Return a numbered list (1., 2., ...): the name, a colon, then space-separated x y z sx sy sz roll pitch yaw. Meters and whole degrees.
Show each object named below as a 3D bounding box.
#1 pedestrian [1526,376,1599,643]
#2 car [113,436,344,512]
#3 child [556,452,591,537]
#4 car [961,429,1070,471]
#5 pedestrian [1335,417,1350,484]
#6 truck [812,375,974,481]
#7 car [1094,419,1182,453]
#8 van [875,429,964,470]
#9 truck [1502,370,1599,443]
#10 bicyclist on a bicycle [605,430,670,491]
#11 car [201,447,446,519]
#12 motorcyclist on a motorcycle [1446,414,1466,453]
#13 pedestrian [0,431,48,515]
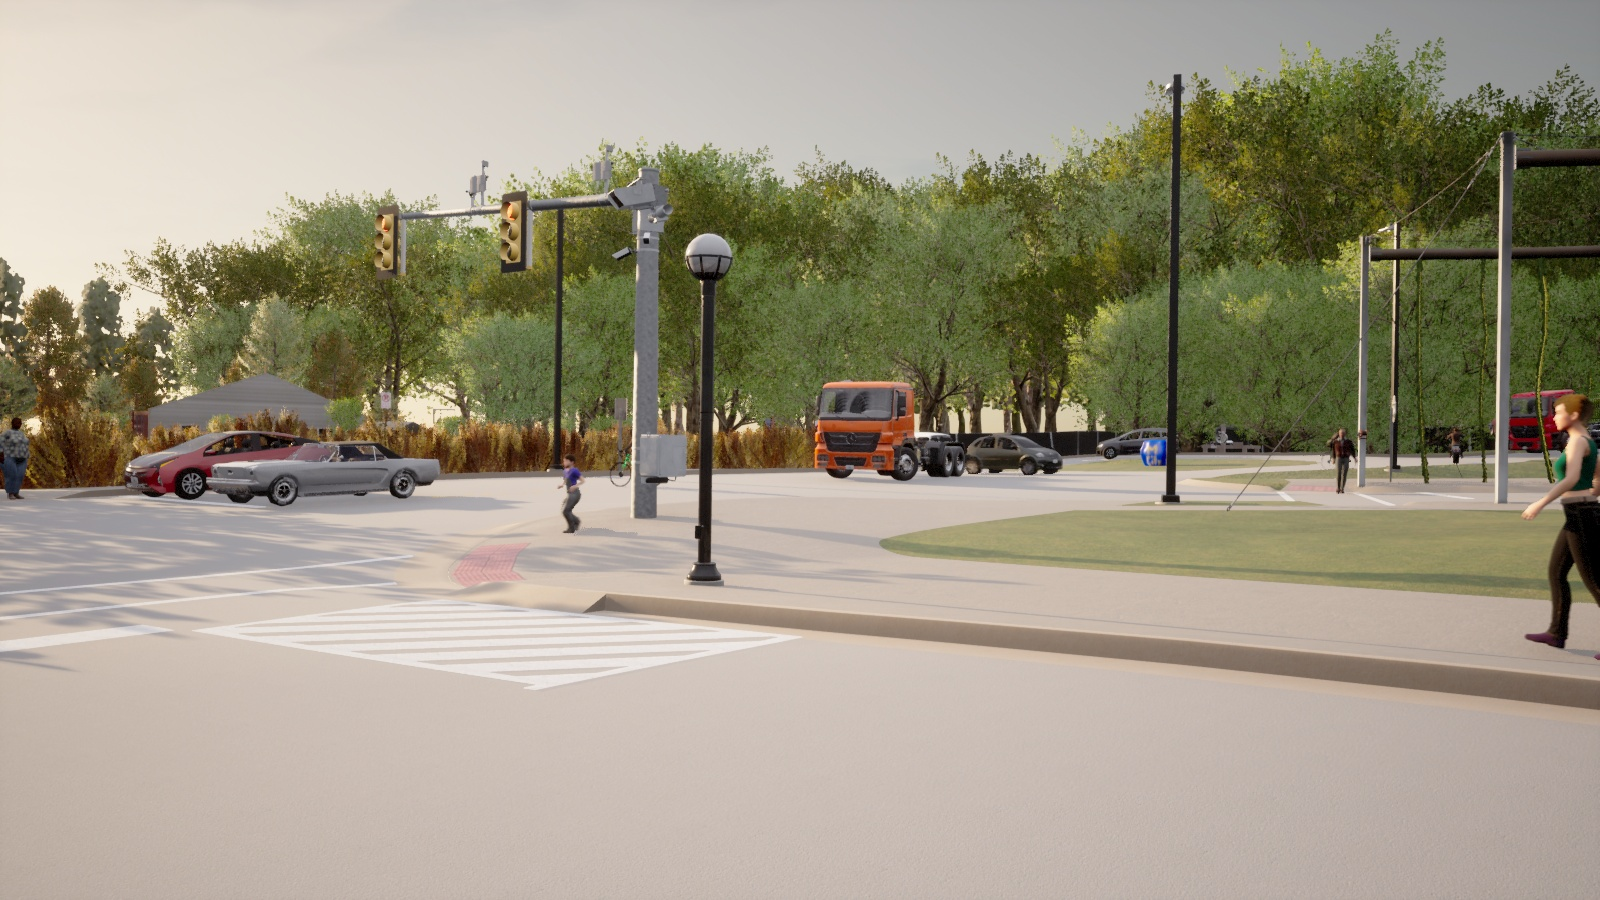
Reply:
1. pedestrian: 5.492 0.409 8.868 0.594 1.836 0.345 0 0 37
2. car: -13.417 0.513 29.721 2.007 1.525 4.514 0 2 37
3. child: -3.414 0.666 18.947 0.437 1.263 0.270 0 0 -36
4. car: 8.708 -0.001 50.964 3.988 1.617 1.851 -1 1 44
5. pedestrian: 15.101 0.022 34.983 0.376 1.854 0.720 0 0 24
6. truck: 3.541 -0.790 45.304 2.891 3.462 7.936 0 1 28
7. car: 19.068 -0.788 70.795 4.611 1.667 2.242 -3 2 19
8. van: 6.168 -0.026 65.118 2.069 2.038 4.480 -1 0 -37
9. truck: 42.244 -2.446 67.219 7.936 3.462 2.891 -5 1 -11
10. bicyclist on a bicycle: -4.404 0.283 34.001 1.656 1.620 0.582 0 1 -33
11. car: -10.370 0.656 27.668 1.895 1.301 4.718 0 2 37
12. motorcyclist on a motorcycle: 29.178 -0.735 55.858 0.766 1.649 2.350 -1 0 27
13. pedestrian: -17.690 0.498 28.300 0.900 1.855 0.874 0 0 18
